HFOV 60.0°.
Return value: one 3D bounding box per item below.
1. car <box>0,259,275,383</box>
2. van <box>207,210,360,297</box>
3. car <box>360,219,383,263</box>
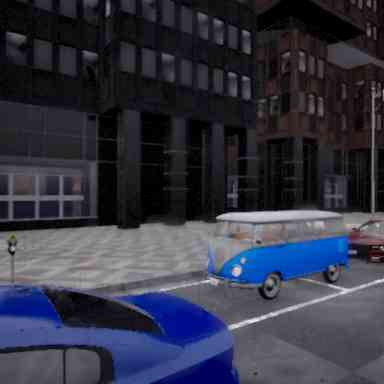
[{"bbox_3d":[-1.939,1.475,1.996,5.008,1.535,1.882,0,0,-35],"label":"car"},{"bbox_3d":[2.174,1.368,8.187,3.998,1.788,1.690,0,0,-35],"label":"van"},{"bbox_3d":[6.751,1.596,11.443,4.507,1.381,1.887,0,0,-35],"label":"car"}]
